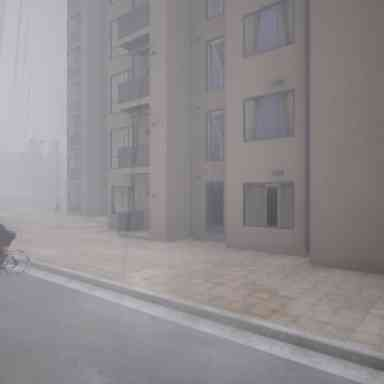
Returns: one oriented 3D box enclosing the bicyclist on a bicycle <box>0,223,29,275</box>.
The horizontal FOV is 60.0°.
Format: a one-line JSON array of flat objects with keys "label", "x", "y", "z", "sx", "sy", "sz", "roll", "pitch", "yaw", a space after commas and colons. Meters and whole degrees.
[{"label": "bicyclist on a bicycle", "x": -5.007, "y": 1.420, "z": 8.498, "sx": 0.582, "sy": 1.620, "sz": 1.656, "roll": 0, "pitch": 1, "yaw": 39}]
